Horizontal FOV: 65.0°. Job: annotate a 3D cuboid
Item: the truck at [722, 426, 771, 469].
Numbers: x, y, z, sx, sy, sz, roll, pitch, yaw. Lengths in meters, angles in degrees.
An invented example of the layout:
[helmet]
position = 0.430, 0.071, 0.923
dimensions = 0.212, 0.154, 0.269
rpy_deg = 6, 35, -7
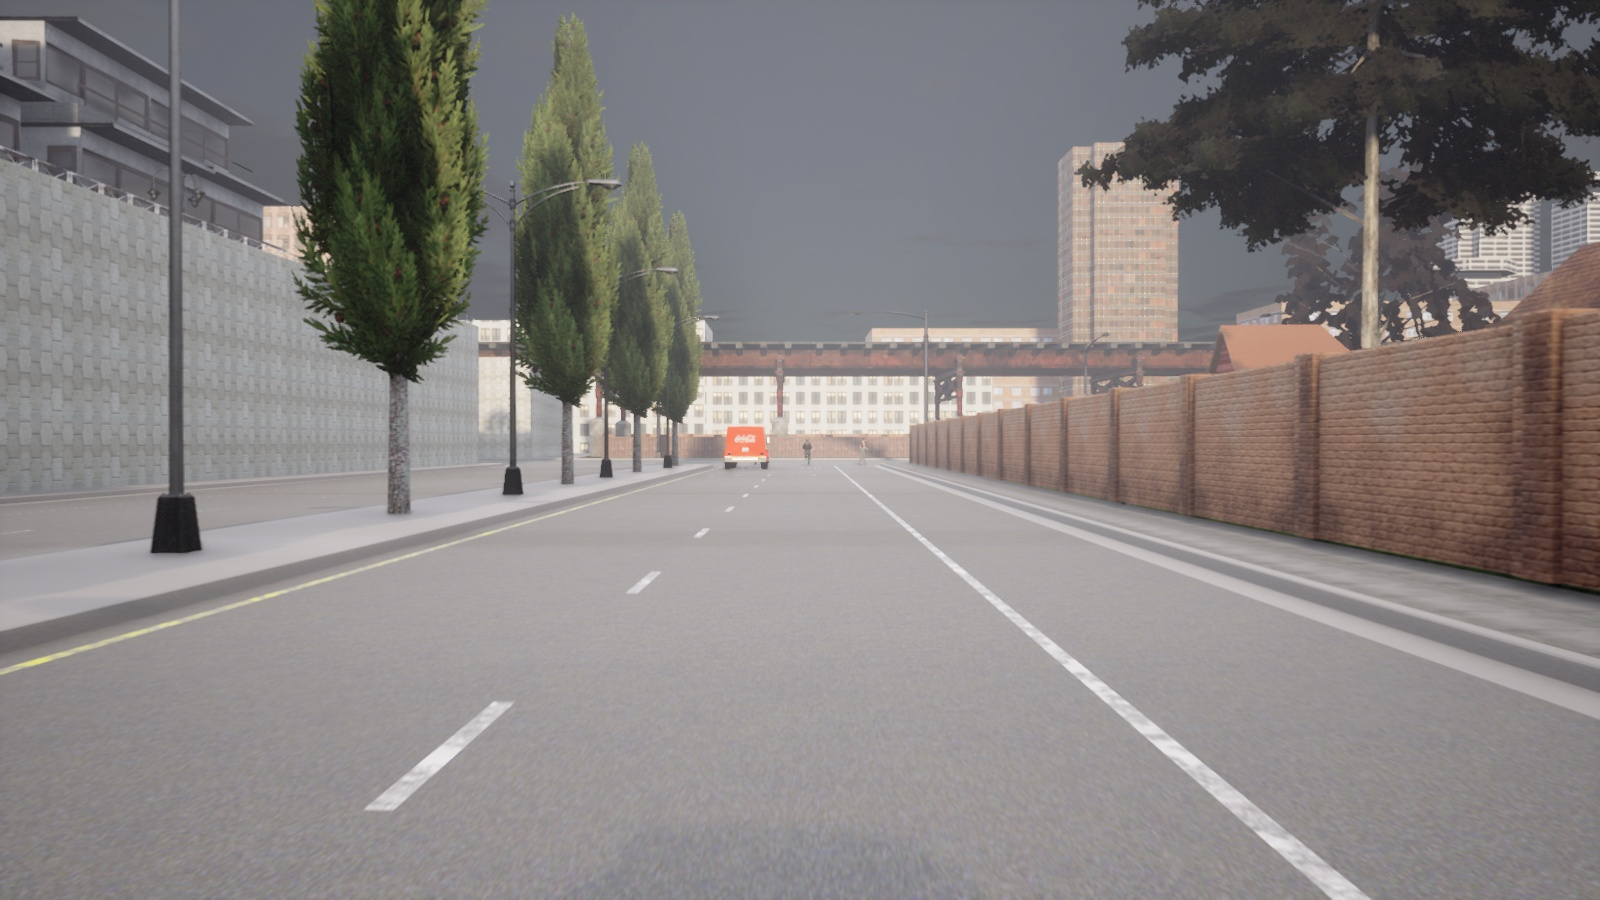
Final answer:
[truck]
position = -3.066, -0.157, 73.497
dimensions = 2.627, 2.467, 5.204
rpy_deg = 0, 0, 0
